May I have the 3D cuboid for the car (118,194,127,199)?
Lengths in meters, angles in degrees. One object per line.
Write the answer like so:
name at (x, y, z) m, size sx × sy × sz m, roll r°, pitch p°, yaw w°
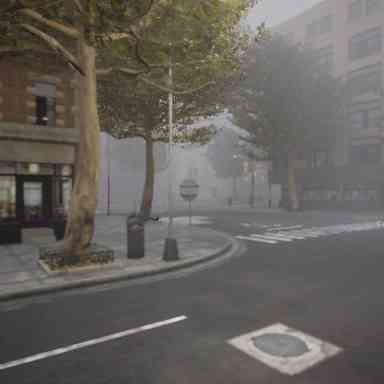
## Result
car at (-16.812, 1.139, 85.766) m, size 4.674 × 1.452 × 2.002 m, roll 0°, pitch 0°, yaw -36°
